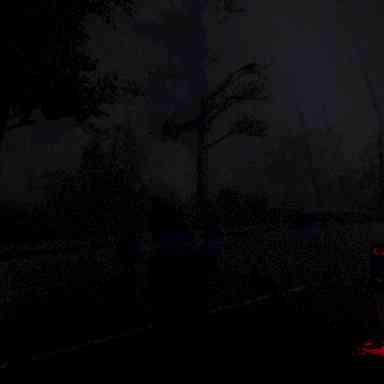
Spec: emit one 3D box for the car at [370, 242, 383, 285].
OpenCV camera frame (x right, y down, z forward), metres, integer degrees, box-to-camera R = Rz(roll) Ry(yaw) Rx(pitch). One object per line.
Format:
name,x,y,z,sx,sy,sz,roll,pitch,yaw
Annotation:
car,6.344,1.464,8.068,5.008,1.535,1.882,0,0,-34

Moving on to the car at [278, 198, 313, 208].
car,14.666,1.522,47.637,2.033,1.411,5.357,0,0,-27
